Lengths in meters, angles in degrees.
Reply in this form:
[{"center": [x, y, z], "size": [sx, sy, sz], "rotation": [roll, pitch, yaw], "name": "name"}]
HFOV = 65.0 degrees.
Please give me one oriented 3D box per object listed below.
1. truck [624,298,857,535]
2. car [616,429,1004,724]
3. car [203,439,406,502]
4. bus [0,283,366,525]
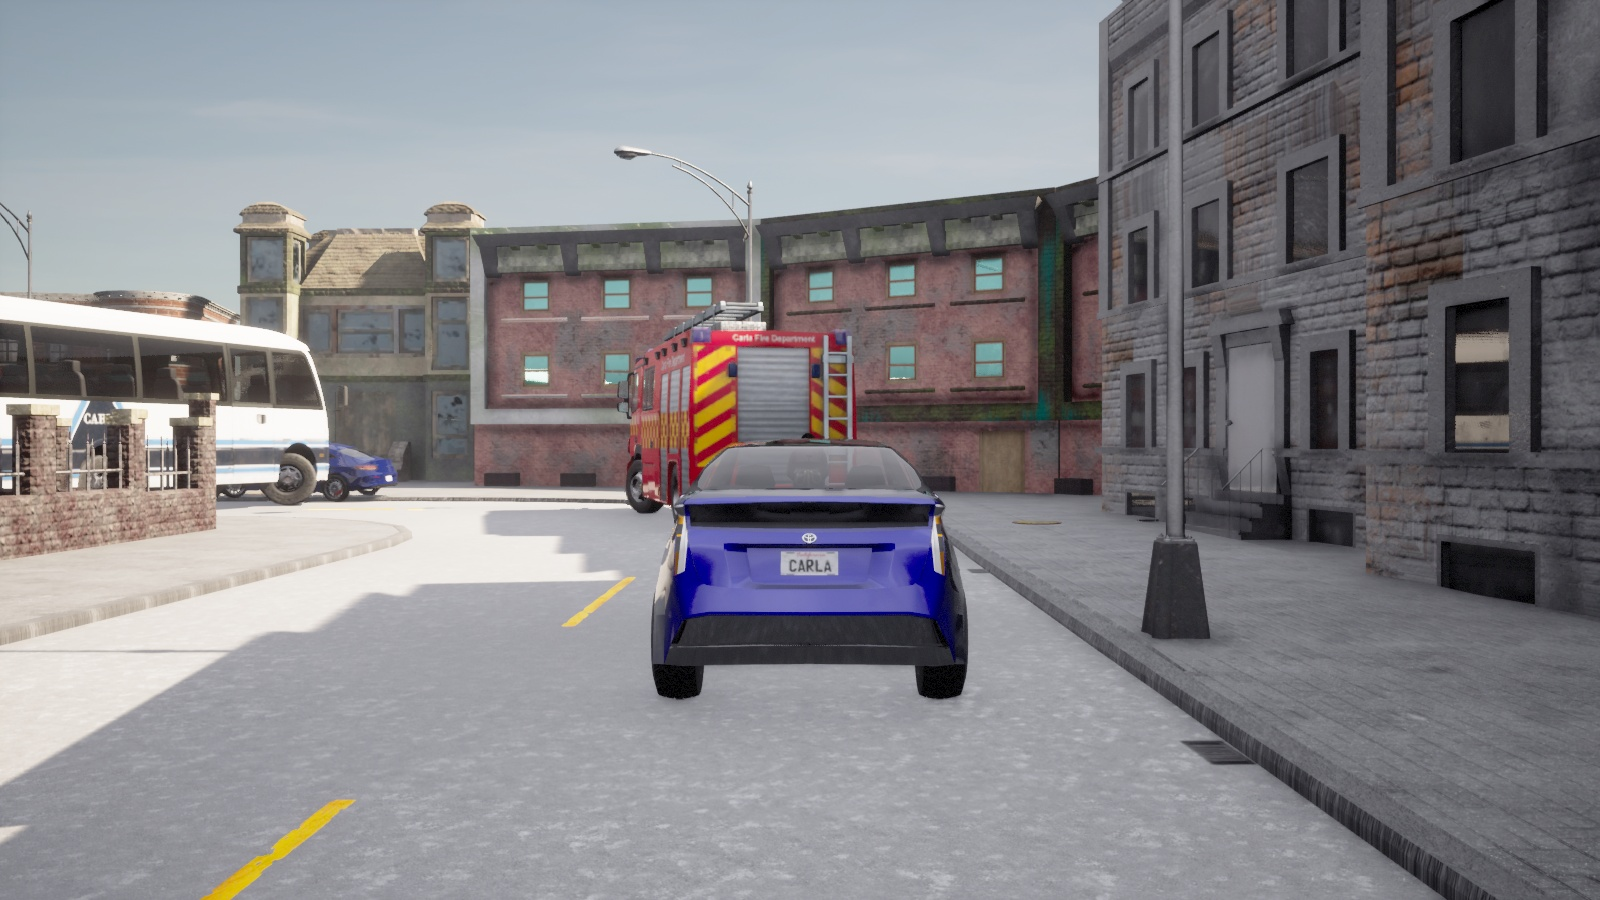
[{"center": [-1.523, -0.562, 24.707], "size": [2.891, 3.827, 8.468], "rotation": [0, 0, -15], "name": "truck"}, {"center": [0.064, 0.644, 8.761], "size": [2.007, 1.525, 4.514], "rotation": [0, 0, 0], "name": "car"}, {"center": [-12.889, 0.509, 32.783], "size": [4.674, 1.442, 1.812], "rotation": [1, 2, 10], "name": "car"}, {"center": [-14.370, -0.832, 27.549], "size": [3.944, 4.253, 10.273], "rotation": [0, 0, 16], "name": "bus"}]
